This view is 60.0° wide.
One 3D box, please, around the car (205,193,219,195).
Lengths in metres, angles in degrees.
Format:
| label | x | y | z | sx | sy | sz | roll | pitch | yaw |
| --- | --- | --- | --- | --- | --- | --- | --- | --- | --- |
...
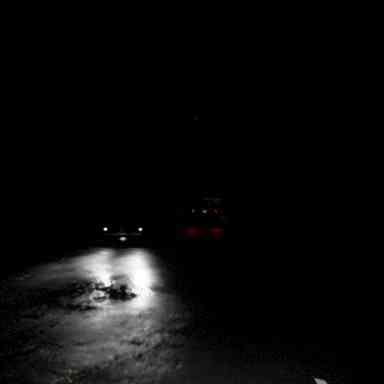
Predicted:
| label | x | y | z | sx | sy | sz | roll | pitch | yaw |
| --- | --- | --- | --- | --- | --- | --- | --- | --- | --- |
| car | 2.600 | 1.154 | 42.548 | 2.150 | 2.045 | 5.566 | 0 | 0 | 6 |

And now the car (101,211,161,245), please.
| label | x | y | z | sx | sy | sz | roll | pitch | yaw |
| --- | --- | --- | --- | --- | --- | --- | --- | --- | --- |
| car | -2.707 | 1.587 | 15.637 | 1.895 | 1.301 | 4.718 | 0 | 0 | 3 |

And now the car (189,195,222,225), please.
| label | x | y | z | sx | sy | sz | roll | pitch | yaw |
| --- | --- | --- | --- | --- | --- | --- | --- | --- | --- |
| car | 0.979 | 1.330 | 24.218 | 2.097 | 1.767 | 4.553 | 0 | 0 | 4 |
